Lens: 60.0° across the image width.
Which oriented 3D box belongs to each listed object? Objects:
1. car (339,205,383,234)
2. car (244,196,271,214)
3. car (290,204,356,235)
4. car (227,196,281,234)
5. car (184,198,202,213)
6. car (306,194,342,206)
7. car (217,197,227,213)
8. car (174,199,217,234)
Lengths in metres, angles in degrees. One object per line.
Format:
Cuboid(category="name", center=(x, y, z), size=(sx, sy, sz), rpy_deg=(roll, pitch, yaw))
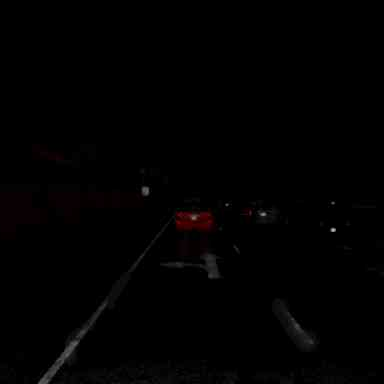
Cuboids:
Cuboid(category="car", center=(10.599, 1.607, 19.252), size=(1.895, 1.301, 4.718), rpy_deg=(0, 0, 0))
Cuboid(category="car", center=(7.099, 1.364, 36.418), size=(2.097, 1.767, 4.553), rpy_deg=(0, 0, 0))
Cuboid(category="car", center=(7.099, 1.607, 18.932), size=(1.895, 1.301, 4.718), rpy_deg=(0, 0, 0))
Cuboid(category="car", center=(3.600, 1.228, 19.522), size=(2.150, 2.045, 5.566), rpy_deg=(0, 0, 0))
Cuboid(category="car", center=(0.099, 1.491, 38.279), size=(1.882, 1.535, 5.008), rpy_deg=(0, 0, 0))
Cuboid(category="car", center=(14.100, 1.234, 35.900), size=(2.150, 2.045, 5.566), rpy_deg=(0, 0, 0))
Cuboid(category="car", center=(3.599, 1.364, 36.430), size=(2.097, 1.767, 4.553), rpy_deg=(0, 0, 0))
Cuboid(category="car", center=(0.099, 1.359, 19.170), size=(2.097, 1.767, 4.553), rpy_deg=(0, 0, 0))
